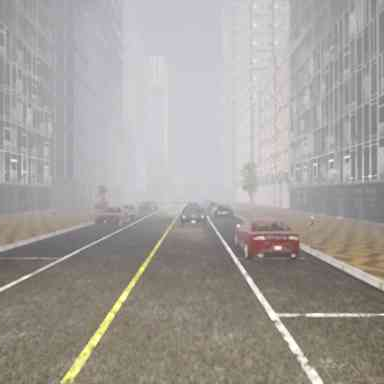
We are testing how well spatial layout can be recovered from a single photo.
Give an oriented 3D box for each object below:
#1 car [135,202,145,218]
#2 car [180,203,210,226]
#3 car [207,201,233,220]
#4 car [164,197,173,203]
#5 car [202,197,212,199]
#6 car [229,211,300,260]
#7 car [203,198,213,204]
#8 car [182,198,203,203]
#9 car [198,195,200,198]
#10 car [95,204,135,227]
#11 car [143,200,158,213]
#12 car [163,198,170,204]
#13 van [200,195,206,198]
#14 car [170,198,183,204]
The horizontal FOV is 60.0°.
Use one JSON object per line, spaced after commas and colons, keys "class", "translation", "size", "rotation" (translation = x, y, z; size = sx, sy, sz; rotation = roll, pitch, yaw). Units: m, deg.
{"class": "car", "translation": [-5.685, 1.776, 29.741], "size": [1.802, 1.307, 4.206], "rotation": [0, 0, 0]}
{"class": "car", "translation": [0.103, 1.767, 25.170], "size": [1.895, 1.301, 4.718], "rotation": [0, 0, 0]}
{"class": "car", "translation": [2.696, 1.761, 29.732], "size": [1.947, 1.339, 4.313], "rotation": [0, 0, 0]}
{"class": "car", "translation": [-5.678, 2.029, 80.974], "size": [2.008, 1.369, 4.403], "rotation": [0, 0, 0]}
{"class": "car", "translation": [2.699, 1.895, 52.500], "size": [1.947, 1.339, 4.313], "rotation": [0, 0, 0]}
{"class": "car", "translation": [2.694, 1.632, 12.656], "size": [1.887, 1.381, 4.507], "rotation": [0, 0, 0]}
{"class": "car", "translation": [2.697, 1.829, 41.116], "size": [1.947, 1.339, 4.313], "rotation": [0, 0, 0]}
{"class": "car", "translation": [0.104, 1.832, 42.073], "size": [1.994, 1.385, 4.181], "rotation": [0, 0, 0]}
{"class": "car", "translation": [2.701, 1.832, 63.886], "size": [1.967, 1.590, 4.097], "rotation": [0, 0, 0]}
{"class": "car", "translation": [-5.685, 1.704, 24.048], "size": [1.887, 1.381, 4.507], "rotation": [0, 0, 0]}
{"class": "car", "translation": [-5.683, 1.807, 41.126], "size": [1.887, 1.381, 4.507], "rotation": [0, 0, 0]}
{"class": "car", "translation": [-5.679, 1.975, 75.111], "size": [1.752, 1.417, 4.829], "rotation": [0, 0, 0]}
{"class": "van", "translation": [2.700, 1.702, 58.196], "size": [1.690, 1.788, 3.998], "rotation": [0, 0, 0]}
{"class": "car", "translation": [-2.991, 1.920, 72.779], "size": [2.033, 1.411, 5.357], "rotation": [0, 0, 0]}
